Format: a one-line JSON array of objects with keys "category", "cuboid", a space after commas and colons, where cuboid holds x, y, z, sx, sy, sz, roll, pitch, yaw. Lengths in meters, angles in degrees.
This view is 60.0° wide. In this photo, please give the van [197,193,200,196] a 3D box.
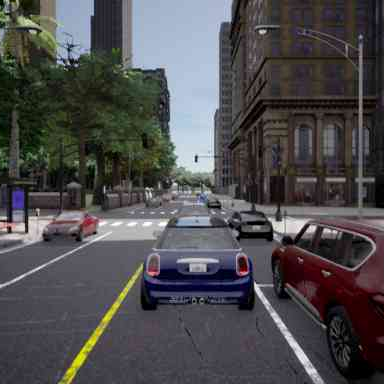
[{"category": "van", "cuboid": [2.764, 1.260, 80.680, 1.690, 1.788, 3.998, 0, 0, 0]}]

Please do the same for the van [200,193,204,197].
[{"category": "van", "cuboid": [2.762, 1.293, 58.999, 1.690, 1.788, 3.998, 0, 0, 0]}]

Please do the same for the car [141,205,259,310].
[{"category": "car", "cuboid": [0.103, 1.349, 7.950, 2.097, 1.767, 4.553, 0, 0, 0]}]

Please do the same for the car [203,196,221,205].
[{"category": "car", "cuboid": [2.762, 1.536, 42.738, 1.947, 1.339, 4.313, 0, 0, 0]}]

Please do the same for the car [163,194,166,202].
[{"category": "car", "cuboid": [-5.763, 1.399, 53.598, 1.967, 1.590, 4.097, 0, 0, 0]}]

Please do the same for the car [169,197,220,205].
[{"category": "car", "cuboid": [0.101, 1.343, 17.484, 2.097, 1.767, 4.553, 0, 0, 0]}]

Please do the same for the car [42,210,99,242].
[{"category": "car", "cuboid": [-5.765, 1.574, 16.319, 1.802, 1.307, 4.206, 0, 0, 0]}]

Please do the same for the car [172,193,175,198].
[{"category": "car", "cuboid": [-5.762, 1.243, 75.280, 2.192, 1.841, 5.009, 0, 0, 0]}]

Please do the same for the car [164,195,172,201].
[{"category": "car", "cuboid": [-5.761, 1.444, 80.531, 1.752, 1.417, 4.829, 0, 0, 0]}]

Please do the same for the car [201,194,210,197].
[{"category": "car", "cuboid": [2.763, 1.484, 53.748, 1.752, 1.417, 4.829, 0, 0, 0]}]

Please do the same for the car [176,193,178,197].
[{"category": "car", "cuboid": [-5.760, 1.214, 91.541, 2.192, 1.841, 5.009, 0, 0, 0]}]

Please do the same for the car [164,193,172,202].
[{"category": "car", "cuboid": [-5.762, 1.377, 69.860, 1.967, 1.590, 4.097, 0, 0, 0]}]

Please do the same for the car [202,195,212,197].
[{"category": "car", "cuboid": [2.762, 1.530, 48.158, 1.947, 1.339, 4.313, 0, 0, 0]}]

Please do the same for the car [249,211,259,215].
[{"category": "car", "cuboid": [2.760, 1.558, 16.301, 1.947, 1.339, 4.313, 0, 0, 0]}]

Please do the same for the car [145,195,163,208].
[{"category": "car", "cuboid": [-5.763, 1.515, 48.178, 2.008, 1.369, 4.403, 0, 0, 0]}]

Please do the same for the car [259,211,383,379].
[{"category": "car", "cuboid": [2.758, 1.313, 5.450, 2.192, 1.841, 5.009, 0, 0, 0]}]
